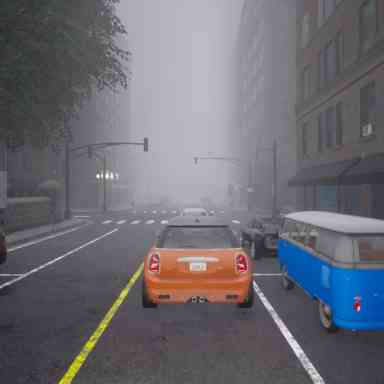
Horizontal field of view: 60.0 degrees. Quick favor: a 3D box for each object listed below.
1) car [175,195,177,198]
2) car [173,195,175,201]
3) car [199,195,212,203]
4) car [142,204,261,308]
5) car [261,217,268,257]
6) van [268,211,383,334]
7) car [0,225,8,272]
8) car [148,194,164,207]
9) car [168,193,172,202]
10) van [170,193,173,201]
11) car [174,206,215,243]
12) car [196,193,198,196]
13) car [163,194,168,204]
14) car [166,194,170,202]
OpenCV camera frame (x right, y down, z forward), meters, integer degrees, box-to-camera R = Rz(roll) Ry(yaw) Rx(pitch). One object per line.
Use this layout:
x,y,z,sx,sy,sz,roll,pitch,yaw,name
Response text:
-5.642,1.289,82.876,2.192,1.841,5.009,0,0,0,car
-5.643,1.523,77.425,2.008,1.369,4.403,0,0,0,car
2.877,1.410,66.557,1.967,1.590,4.097,0,0,0,car
0.105,1.351,8.074,2.097,1.767,4.553,0,0,0,car
2.860,1.563,12.180,1.947,1.339,4.313,0,0,0,car
2.858,1.340,6.520,1.690,1.788,3.998,0,0,0,van
-5.667,1.314,6.482,2.192,1.841,5.009,0,0,0,car
-5.652,1.498,50.001,1.752,1.417,4.829,0,0,0,car
-5.647,1.514,66.524,1.887,1.381,4.507,0,0,0,car
-5.646,1.312,71.974,1.690,1.788,3.998,0,0,0,van
0.107,1.521,17.075,1.812,1.442,4.674,0,0,0,car
2.887,1.507,93.969,1.752,1.417,4.829,0,0,0,car
-5.650,1.521,55.622,2.008,1.369,4.403,0,0,0,car
-5.649,1.514,61.073,1.887,1.381,4.507,0,0,0,car
